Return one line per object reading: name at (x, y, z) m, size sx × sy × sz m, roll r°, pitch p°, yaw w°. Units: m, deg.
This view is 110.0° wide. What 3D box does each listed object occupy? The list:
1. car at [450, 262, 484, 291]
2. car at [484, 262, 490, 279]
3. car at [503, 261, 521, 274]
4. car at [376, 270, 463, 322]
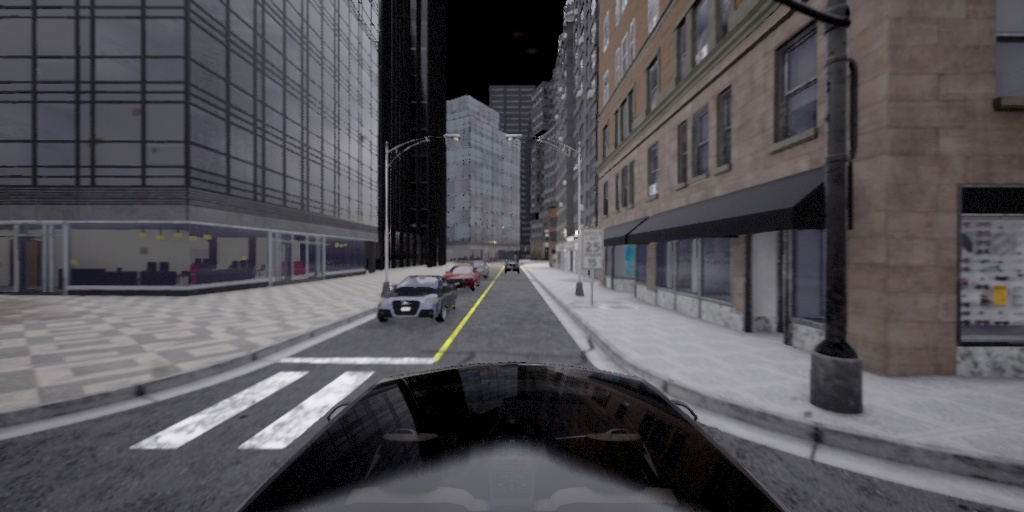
car at (-3.076, 1.283, 22.686) m, size 1.882 × 1.535 × 5.008 m, roll 0°, pitch 0°, yaw 0°
car at (-3.065, 1.280, 32.722) m, size 2.128 × 1.511 × 4.902 m, roll 0°, pitch 0°, yaw 0°
car at (0.022, 1.269, 42.179) m, size 1.837 × 1.490 × 4.892 m, roll 0°, pitch 0°, yaw 0°
car at (-3.089, 1.358, 12.415) m, size 1.994 × 1.385 × 4.181 m, roll 0°, pitch 0°, yaw 0°
